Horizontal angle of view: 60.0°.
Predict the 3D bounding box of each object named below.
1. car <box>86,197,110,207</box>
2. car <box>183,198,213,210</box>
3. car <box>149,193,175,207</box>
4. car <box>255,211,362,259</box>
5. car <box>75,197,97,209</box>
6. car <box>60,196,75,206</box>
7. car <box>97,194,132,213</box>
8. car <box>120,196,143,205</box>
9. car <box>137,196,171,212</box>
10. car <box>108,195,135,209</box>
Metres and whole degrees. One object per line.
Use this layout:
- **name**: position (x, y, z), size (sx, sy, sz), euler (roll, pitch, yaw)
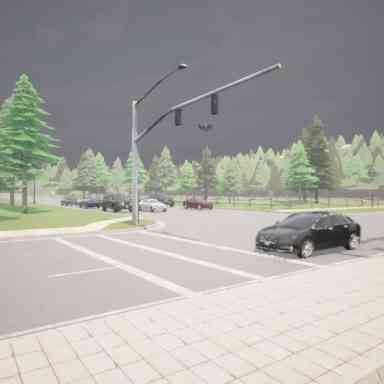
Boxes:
- **car**: position (-15.163, 1.547, 53.341), size (2.033, 1.411, 5.357), euler (0, 0, -35)
- **car**: position (0.734, 1.478, 42.888), size (1.882, 1.535, 5.008), euler (0, 0, -35)
- **car**: position (-4.842, 1.221, 50.820), size (2.150, 2.045, 5.566), euler (0, 0, -35)
- **car**: position (4.534, 1.505, 12.670), size (4.892, 1.490, 1.837), euler (0, 0, -35)
- **car**: position (-14.148, 1.601, 45.801), size (1.895, 1.301, 4.718), euler (0, 0, -35)
- **car**: position (-20.070, 1.505, 54.254), size (1.837, 1.490, 4.892), euler (0, 0, -35)
- **car**: position (-8.522, 1.221, 37.813), size (2.150, 2.045, 5.566), euler (0, 0, -36)
- **car**: position (-10.965, 1.547, 59.583), size (2.033, 1.411, 5.357), euler (0, 0, -35)
- **car**: position (-4.653, 1.526, 38.412), size (1.812, 1.442, 4.674), euler (0, 0, -35)
- **car**: position (-9.707, 1.352, 45.570), size (2.097, 1.767, 4.553), euler (0, 0, -35)
